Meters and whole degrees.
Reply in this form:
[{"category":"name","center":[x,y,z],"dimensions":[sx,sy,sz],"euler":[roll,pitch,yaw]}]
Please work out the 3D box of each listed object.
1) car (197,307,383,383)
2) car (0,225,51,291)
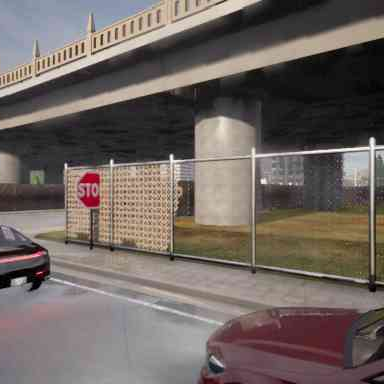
[{"category":"car","center":[2.228,1.526,2.399],"dimensions":[4.674,1.442,1.812],"euler":[0,0,35]},{"category":"car","center":[-5.277,1.491,7.750],"dimensions":[4.902,1.511,2.128],"euler":[0,0,35]}]
